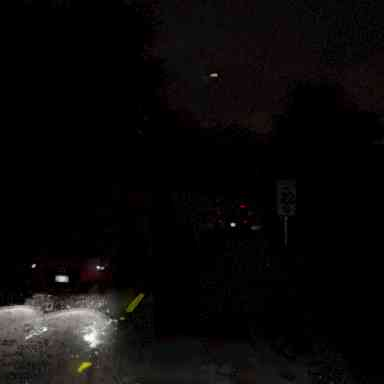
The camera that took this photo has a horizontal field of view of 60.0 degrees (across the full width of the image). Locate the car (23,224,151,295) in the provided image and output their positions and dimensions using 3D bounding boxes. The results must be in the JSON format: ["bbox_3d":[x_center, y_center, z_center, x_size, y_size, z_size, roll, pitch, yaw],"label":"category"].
[{"bbox_3d":[-2.407,1.567,8.668,1.994,1.385,4.181,0,0,6],"label":"car"}]

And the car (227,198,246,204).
[{"bbox_3d":[5.209,1.690,37.000,1.837,1.490,4.892,0,0,9],"label":"car"}]

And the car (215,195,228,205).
[{"bbox_3d":[5.185,1.523,56.307,2.150,2.045,5.566,0,-1,9],"label":"car"}]

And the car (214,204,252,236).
[{"bbox_3d":[2.360,1.639,18.974,1.994,1.385,4.181,0,0,8],"label":"car"}]
